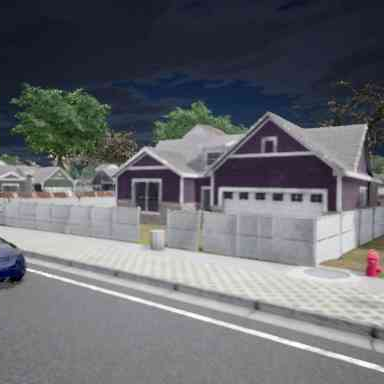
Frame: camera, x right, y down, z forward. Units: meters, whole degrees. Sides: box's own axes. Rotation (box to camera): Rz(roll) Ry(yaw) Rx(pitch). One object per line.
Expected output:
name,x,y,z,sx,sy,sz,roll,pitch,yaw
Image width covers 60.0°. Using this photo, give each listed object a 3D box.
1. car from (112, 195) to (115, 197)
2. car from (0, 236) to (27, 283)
car,-8.808,0.648,46.987,2.150,2.045,5.566,2,2,34
car,-5.970,1.490,8.233,4.181,1.385,1.994,1,0,35
